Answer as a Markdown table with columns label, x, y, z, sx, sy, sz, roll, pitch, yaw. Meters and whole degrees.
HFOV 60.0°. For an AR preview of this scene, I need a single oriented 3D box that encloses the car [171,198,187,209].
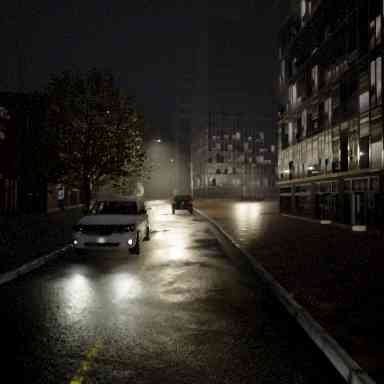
| label | x | y | z | sx | sy | sz | roll | pitch | yaw |
| --- | --- | --- | --- | --- | --- | --- | --- | --- | --- |
| car | -1.877 | 1.535 | 46.245 | 1.812 | 1.442 | 4.674 | 0 | 0 | -7 |

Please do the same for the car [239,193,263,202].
| label | x | y | z | sx | sy | sz | roll | pitch | yaw |
| --- | --- | --- | --- | --- | --- | --- | --- | --- | --- |
| car | 12.150 | 1.213 | 68.663 | 5.009 | 1.841 | 2.192 | 0 | -1 | 13 |

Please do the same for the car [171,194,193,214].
| label | x | y | z | sx | sy | sz | roll | pitch | yaw |
| --- | --- | --- | --- | --- | --- | --- | --- | --- | --- |
| car | -1.077 | 1.230 | 35.817 | 2.150 | 2.045 | 5.566 | 0 | 0 | -3 |

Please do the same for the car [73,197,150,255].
| label | x | y | z | sx | sy | sz | roll | pitch | yaw |
| --- | --- | --- | --- | --- | --- | --- | --- | --- | --- |
| car | -3.013 | 1.225 | 13.616 | 2.150 | 2.045 | 5.566 | 0 | 0 | -1 |
